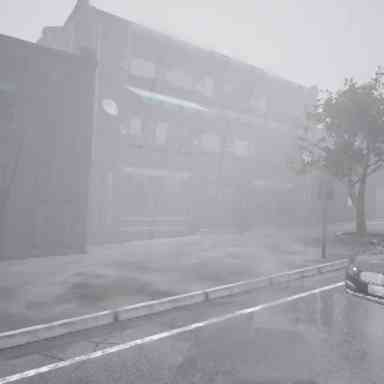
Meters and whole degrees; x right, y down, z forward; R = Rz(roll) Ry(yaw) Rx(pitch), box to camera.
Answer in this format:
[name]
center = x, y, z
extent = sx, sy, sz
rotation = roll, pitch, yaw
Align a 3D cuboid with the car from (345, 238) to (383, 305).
[car]
center = 5.318, 1.489, 7.333
extent = 4.902, 1.511, 2.128
rotation = 0, 0, -35
